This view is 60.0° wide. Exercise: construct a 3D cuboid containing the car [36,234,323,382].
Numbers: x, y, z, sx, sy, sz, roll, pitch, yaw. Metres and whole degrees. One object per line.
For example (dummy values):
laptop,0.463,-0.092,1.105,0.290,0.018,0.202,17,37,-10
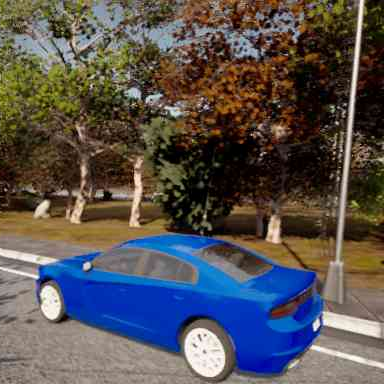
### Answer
car,-0.537,1.450,5.470,5.008,1.535,1.882,0,0,34
